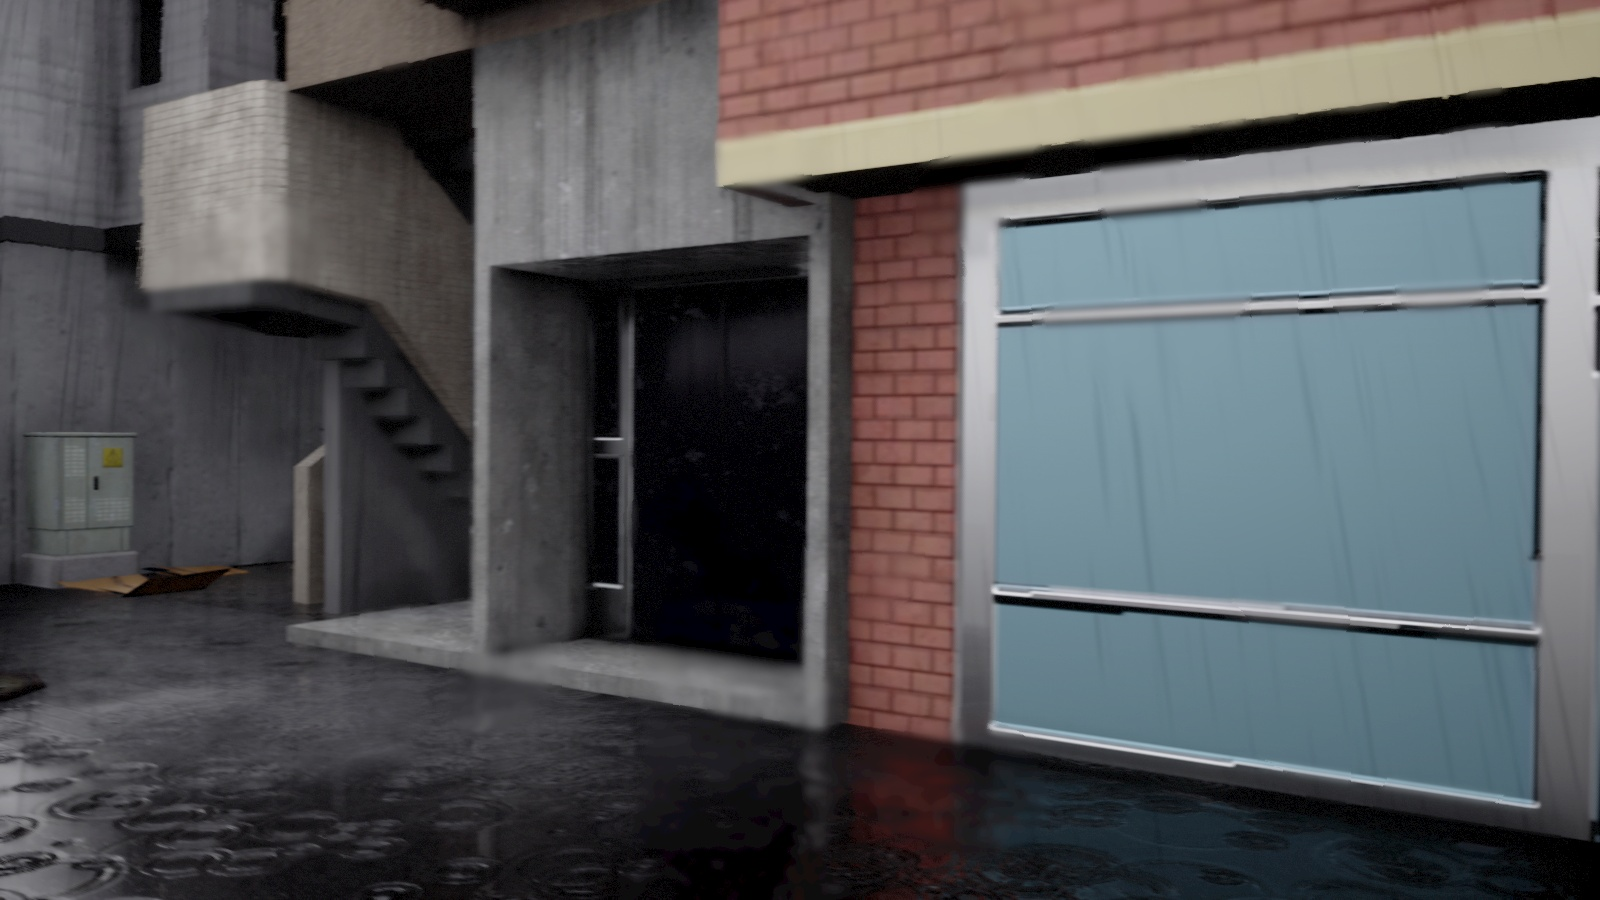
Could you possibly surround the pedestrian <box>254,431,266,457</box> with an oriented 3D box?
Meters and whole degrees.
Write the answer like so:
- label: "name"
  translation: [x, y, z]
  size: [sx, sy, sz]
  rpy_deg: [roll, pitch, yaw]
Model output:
- label: "pedestrian"
  translation: [-38.611, -0.425, 89.774]
  size: [0.354, 1.836, 0.706]
  rpy_deg: [0, 1, 32]
